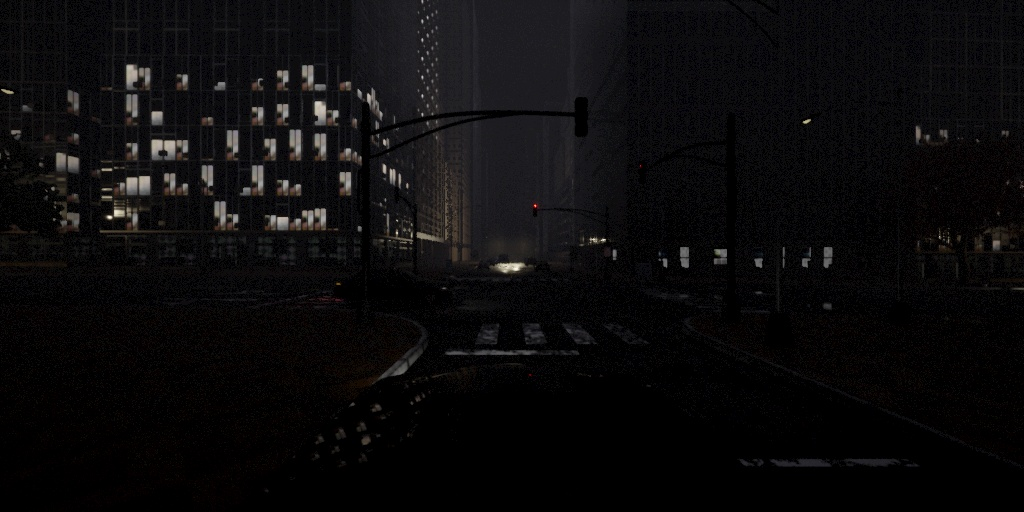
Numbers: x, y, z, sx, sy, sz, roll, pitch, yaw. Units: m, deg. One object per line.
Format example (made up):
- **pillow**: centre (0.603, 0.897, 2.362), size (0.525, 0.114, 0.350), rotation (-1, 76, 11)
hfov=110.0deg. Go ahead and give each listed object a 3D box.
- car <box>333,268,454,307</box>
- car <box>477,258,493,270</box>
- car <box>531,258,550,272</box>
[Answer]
- **car**: centre (-4.732, 1.220, 14.612), size (4.674, 1.442, 1.812), rotation (1, 0, -3)
- **car**: centre (-4.079, 1.339, 52.076), size (1.802, 1.307, 4.207), rotation (0, 0, 0)
- **car**: centre (3.880, 1.325, 46.591), size (1.948, 1.339, 4.313), rotation (0, 0, 0)
